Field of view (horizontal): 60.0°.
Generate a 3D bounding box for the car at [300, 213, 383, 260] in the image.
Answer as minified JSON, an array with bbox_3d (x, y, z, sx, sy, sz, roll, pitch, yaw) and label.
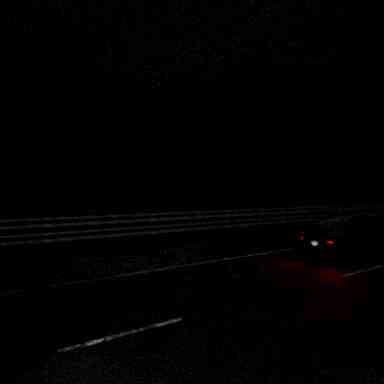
[{"bbox_3d":[5.904,1.516,12.256,4.674,1.442,1.812,1,-1,-36],"label":"car"}]
